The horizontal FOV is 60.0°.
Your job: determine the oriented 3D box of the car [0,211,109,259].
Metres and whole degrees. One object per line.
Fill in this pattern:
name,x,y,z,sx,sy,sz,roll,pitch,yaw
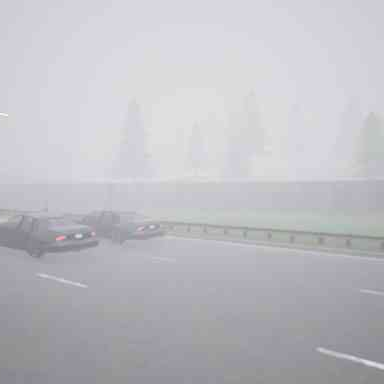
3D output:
car,-5.767,1.492,12.402,5.357,1.411,2.033,0,0,36

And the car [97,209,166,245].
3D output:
car,-3.695,1.492,15.223,5.357,1.411,2.033,0,0,36
